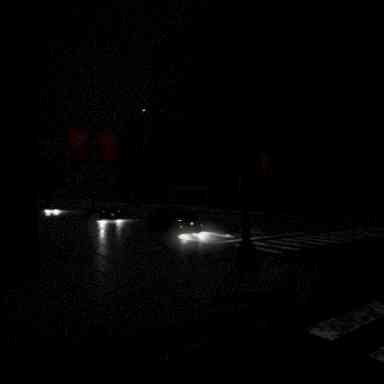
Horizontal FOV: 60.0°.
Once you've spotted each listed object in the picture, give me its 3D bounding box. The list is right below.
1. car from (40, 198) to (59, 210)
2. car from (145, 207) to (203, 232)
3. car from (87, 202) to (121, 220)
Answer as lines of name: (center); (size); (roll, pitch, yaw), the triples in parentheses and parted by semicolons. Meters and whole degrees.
car: (-20.187, 1.669, 46.981); (2.128, 1.511, 4.902); (0, 0, -35)
car: (-1.168, 1.616, 20.372); (1.994, 1.385, 4.181); (0, 0, -36)
car: (-8.050, 1.624, 29.953); (1.812, 1.442, 4.674); (0, 0, -36)
